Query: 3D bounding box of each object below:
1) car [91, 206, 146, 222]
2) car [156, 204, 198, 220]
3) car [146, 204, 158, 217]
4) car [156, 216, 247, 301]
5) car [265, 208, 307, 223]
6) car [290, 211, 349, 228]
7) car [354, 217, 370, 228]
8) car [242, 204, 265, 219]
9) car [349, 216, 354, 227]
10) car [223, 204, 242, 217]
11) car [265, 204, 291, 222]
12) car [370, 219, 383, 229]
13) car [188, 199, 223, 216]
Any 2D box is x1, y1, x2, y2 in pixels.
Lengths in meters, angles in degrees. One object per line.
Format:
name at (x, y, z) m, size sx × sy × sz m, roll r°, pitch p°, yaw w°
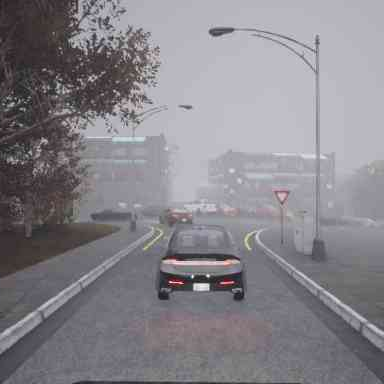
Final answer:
car at (-7.287, 2.259, 32.598) m, size 4.718 × 1.301 × 1.895 m, roll -2°, pitch -1°, yaw 5°
car at (-1.322, 1.961, 26.913) m, size 1.812 × 1.442 × 4.674 m, roll 0°, pitch -1°, yaw -19°
car at (-4.424, 2.115, 36.082) m, size 4.892 × 1.490 × 1.837 m, roll -2°, pitch 0°, yaw -5°
car at (0.215, 1.582, 8.551) m, size 2.128 × 1.511 × 4.902 m, roll 0°, pitch -1°, yaw 1°
car at (12.535, 3.160, 44.618) m, size 1.946 × 1.575 × 5.366 m, roll 6°, pitch -3°, yaw -31°
car at (13.532, 2.932, 35.334) m, size 5.008 × 1.535 × 1.882 m, roll 5°, pitch -2°, yaw -11°
car at (21.473, 4.049, 46.207) m, size 2.002 × 1.452 × 4.674 m, roll 6°, pitch -3°, yaw -31°
car at (6.734, 2.471, 43.221) m, size 2.185 × 1.767 × 4.553 m, roll 6°, pitch -3°, yaw -32°
car at (16.383, 3.460, 39.862) m, size 4.718 × 1.301 × 1.895 m, roll 5°, pitch -2°, yaw -11°
car at (3.773, 2.227, 42.653) m, size 2.185 × 1.767 × 4.553 m, roll 4°, pitch -3°, yaw -32°
car at (9.718, 2.632, 43.849) m, size 2.435 × 2.045 × 5.566 m, roll 7°, pitch -3°, yaw -32°
car at (24.431, 4.331, 46.791) m, size 2.002 × 1.452 × 4.674 m, roll 7°, pitch -3°, yaw -31°
car at (0.907, 1.943, 41.995) m, size 2.435 × 2.045 × 5.566 m, roll 1°, pitch -2°, yaw -31°
